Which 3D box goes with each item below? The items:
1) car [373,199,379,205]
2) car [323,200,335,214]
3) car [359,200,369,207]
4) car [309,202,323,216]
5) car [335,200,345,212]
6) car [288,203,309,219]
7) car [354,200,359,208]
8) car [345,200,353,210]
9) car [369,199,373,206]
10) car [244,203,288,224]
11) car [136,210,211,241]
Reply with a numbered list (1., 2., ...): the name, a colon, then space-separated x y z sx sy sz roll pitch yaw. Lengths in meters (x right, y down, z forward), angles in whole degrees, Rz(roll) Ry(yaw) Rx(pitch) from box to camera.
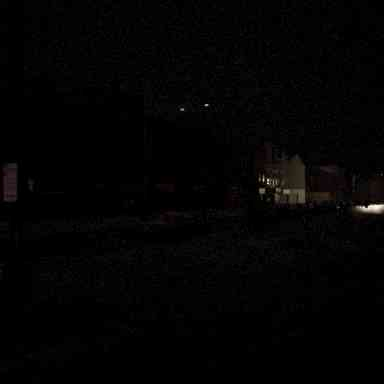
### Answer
1. car: 44.627 2.459 81.293 2.008 1.369 4.403 -2 -2 35
2. car: 15.386 1.833 39.963 1.887 1.381 4.507 -1 -1 35
3. car: 31.632 2.145 62.926 2.008 1.369 4.403 -1 -1 35
4. car: 12.137 1.820 35.370 1.802 1.307 4.206 -1 -1 35
5. car: 18.634 1.782 44.558 1.967 1.590 4.097 -1 -1 35
6. car: 8.888 1.742 30.778 2.008 1.369 4.403 -1 -1 35
7. car: 25.133 2.012 53.741 2.008 1.369 4.403 -1 -1 35
8. car: 21.884 1.951 49.148 2.008 1.369 4.403 -1 -1 35
9. car: 34.880 2.210 67.518 1.887 1.381 4.507 -1 -2 35
10. car: 5.639 1.714 26.186 1.947 1.339 4.313 -1 -1 35
11. car: -0.761 1.597 17.140 1.752 1.417 4.829 -1 -1 35
